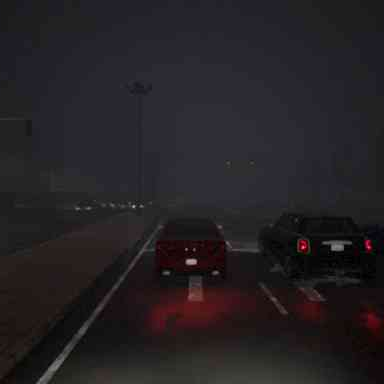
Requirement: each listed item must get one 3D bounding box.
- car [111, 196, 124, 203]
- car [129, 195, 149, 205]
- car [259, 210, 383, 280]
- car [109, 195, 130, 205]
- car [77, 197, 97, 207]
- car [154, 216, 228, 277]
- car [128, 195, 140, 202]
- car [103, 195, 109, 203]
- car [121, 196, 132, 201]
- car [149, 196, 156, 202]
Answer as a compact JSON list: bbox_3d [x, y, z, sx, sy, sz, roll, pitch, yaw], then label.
[{"bbox_3d":[-16.301,1.522,72.883,1.812,1.442,4.674,0,0,0],"label":"car"},{"bbox_3d":[-9.340,1.599,59.292,1.895,1.301,4.718,0,0,0],"label":"car"},{"bbox_3d":[3.452,1.352,10.065,2.097,1.767,4.553,0,0,-1],"label":"car"},{"bbox_3d":[-12.839,1.350,59.409,2.097,1.767,4.553,0,0,0],"label":"car"},{"bbox_3d":[-16.279,1.476,51.687,1.882,1.535,5.008,0,0,0],"label":"car"},{"bbox_3d":[-0.049,1.477,10.240,1.882,1.535,5.008,0,0,-1],"label":"car"},{"bbox_3d":[-12.801,1.498,74.266,1.837,1.490,4.892,0,0,0],"label":"car"},{"bbox_3d":[-16.300,1.351,66.430,2.097,1.767,4.553,0,0,0],"label":"car"},{"bbox_3d":[-16.303,1.578,82.839,1.895,1.301,4.718,0,0,0],"label":"car"},{"bbox_3d":[-9.301,1.593,74.286,1.895,1.301,4.718,0,0,0],"label":"car"}]
